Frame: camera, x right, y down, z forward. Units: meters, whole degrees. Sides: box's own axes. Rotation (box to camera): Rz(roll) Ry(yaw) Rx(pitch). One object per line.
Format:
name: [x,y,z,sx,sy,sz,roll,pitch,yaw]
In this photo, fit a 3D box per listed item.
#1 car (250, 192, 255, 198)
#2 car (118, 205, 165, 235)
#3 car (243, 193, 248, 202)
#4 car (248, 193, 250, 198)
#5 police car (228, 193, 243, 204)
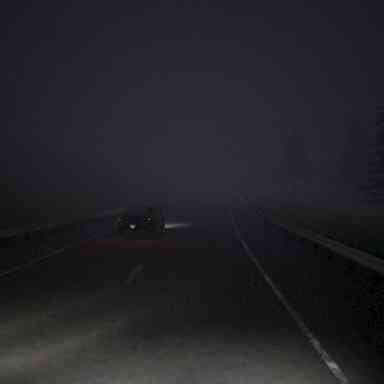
car: [14.885,0.949,88.957,2.128,1.511,4.902,0,0,18]
car: [-2.664,1.432,18.105,1.812,1.442,4.674,0,0,4]
car: [9.425,1.026,66.355,2.097,1.767,4.553,0,0,14]
car: [10.916,1.153,72.062,1.837,1.490,4.892,0,0,15]
police car: [7.247,1.145,56.965,1.930,1.638,5.238,0,0,12]
